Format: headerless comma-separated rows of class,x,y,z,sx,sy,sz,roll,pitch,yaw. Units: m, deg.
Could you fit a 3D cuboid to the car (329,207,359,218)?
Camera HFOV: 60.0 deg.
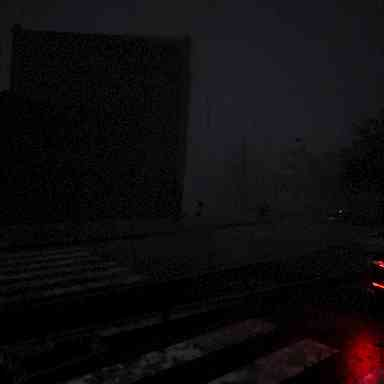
car,21.814,2.887,47.787,4.553,1.767,2.097,4,-2,-31

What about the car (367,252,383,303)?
car,5.572,1.484,6.511,4.902,1.511,2.128,0,0,-28
